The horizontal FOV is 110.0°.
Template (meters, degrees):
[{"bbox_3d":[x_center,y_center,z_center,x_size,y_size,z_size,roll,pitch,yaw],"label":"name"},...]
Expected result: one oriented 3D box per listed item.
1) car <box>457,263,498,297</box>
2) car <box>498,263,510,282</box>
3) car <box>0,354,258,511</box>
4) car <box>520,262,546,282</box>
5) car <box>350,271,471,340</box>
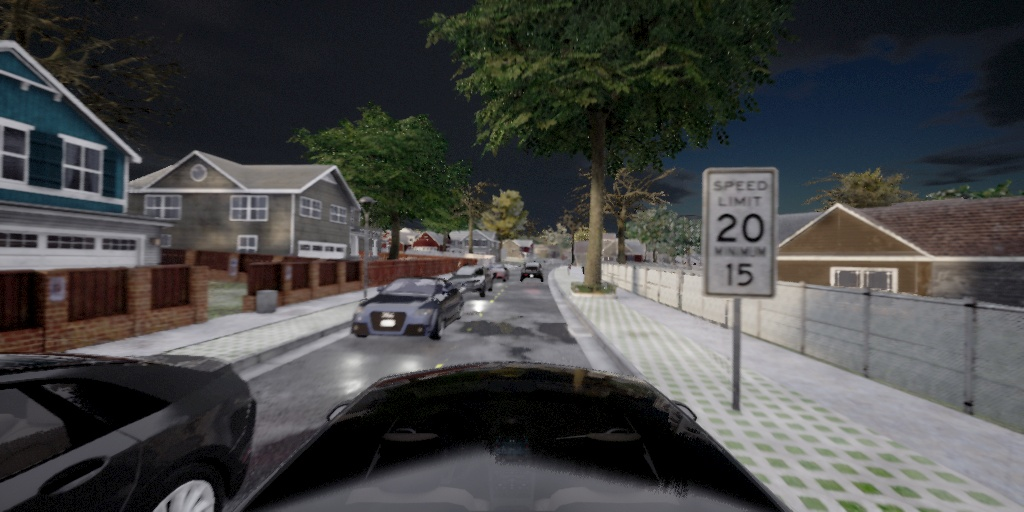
[{"bbox_3d":[-2.068,1.222,18.723,1.812,1.442,4.674,1,0,4],"label":"car"},{"bbox_3d":[-1.303,1.273,28.646,1.994,1.385,4.181,1,0,5],"label":"car"},{"bbox_3d":[-2.845,1.203,0.699,1.837,1.490,4.892,1,0,1],"label":"car"},{"bbox_3d":[1.733,1.270,29.775,1.837,1.490,4.892,1,0,5],"label":"car"},{"bbox_3d":[-2.560,1.258,9.716,1.994,1.385,4.181,1,0,3],"label":"car"}]
